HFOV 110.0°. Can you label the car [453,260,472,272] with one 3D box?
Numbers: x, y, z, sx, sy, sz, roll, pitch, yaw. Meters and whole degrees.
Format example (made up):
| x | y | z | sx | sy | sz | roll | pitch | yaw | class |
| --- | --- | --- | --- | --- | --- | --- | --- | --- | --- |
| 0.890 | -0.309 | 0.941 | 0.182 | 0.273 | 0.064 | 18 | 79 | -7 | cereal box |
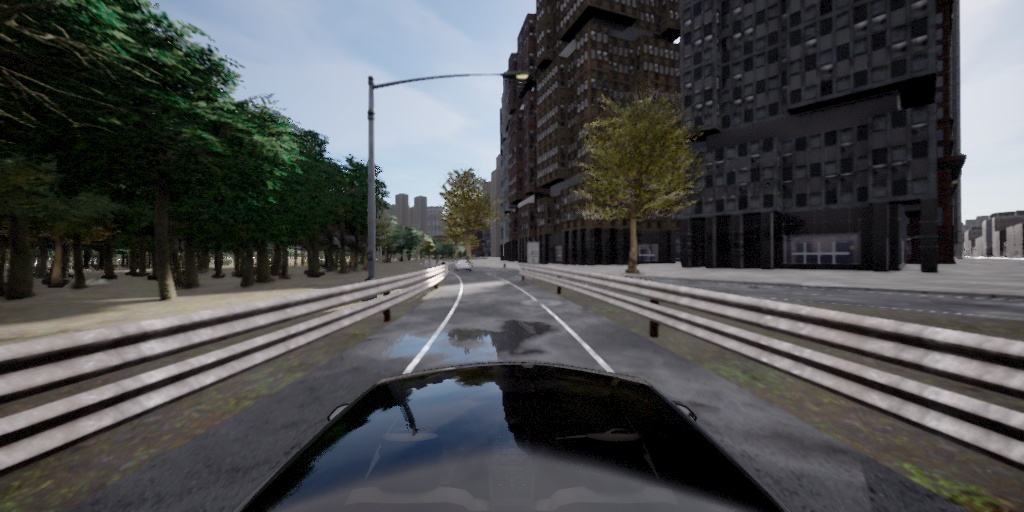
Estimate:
| x | y | z | sx | sy | sz | roll | pitch | yaw | class |
| --- | --- | --- | --- | --- | --- | --- | --- | --- | --- |
| -6.647 | 1.290 | 47.758 | 1.812 | 1.442 | 4.674 | 0 | 0 | -16 | car |
